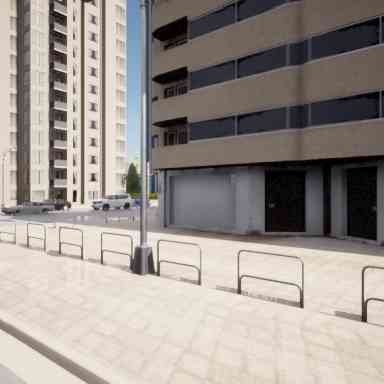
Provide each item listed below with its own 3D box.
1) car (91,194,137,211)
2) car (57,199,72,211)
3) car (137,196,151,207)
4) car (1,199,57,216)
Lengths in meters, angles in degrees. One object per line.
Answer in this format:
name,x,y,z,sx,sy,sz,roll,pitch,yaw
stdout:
car,-10.133,1.277,42.399,2.150,2.045,5.566,0,0,39
car,-16.816,1.560,39.632,1.837,1.490,4.892,0,0,39
car,-8.405,1.407,50.126,2.097,1.767,4.553,0,0,39
car,-16.767,1.656,34.075,1.895,1.301,4.718,0,0,38
